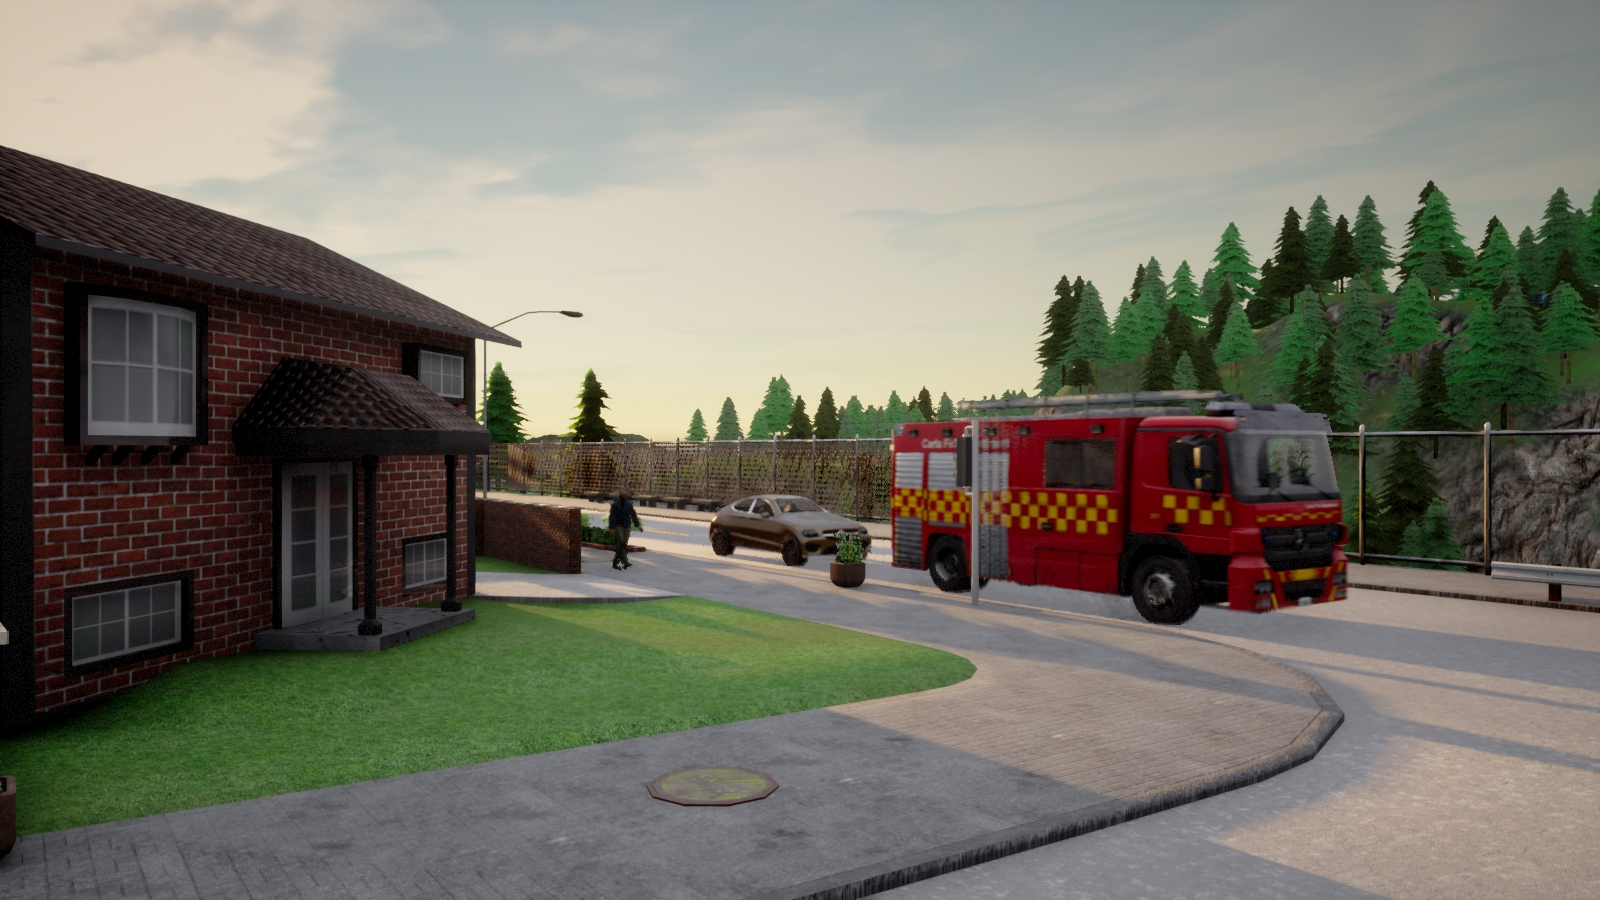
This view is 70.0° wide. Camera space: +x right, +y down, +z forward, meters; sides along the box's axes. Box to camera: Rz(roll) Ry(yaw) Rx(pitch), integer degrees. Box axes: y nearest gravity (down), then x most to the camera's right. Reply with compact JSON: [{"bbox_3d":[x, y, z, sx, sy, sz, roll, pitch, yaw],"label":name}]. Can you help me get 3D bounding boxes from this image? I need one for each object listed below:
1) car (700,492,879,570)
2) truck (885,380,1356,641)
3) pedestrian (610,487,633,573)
[{"bbox_3d":[-0.383,1.992,29.387,2.152,1.651,5.027,0,0,-35],"label":"car"},{"bbox_3d":[5.380,0.890,21.110,2.891,3.827,8.468,0,0,-35],"label":"truck"},{"bbox_3d":[-3.932,1.745,25.206,0.375,1.860,0.375,0,0,-34],"label":"pedestrian"}]
